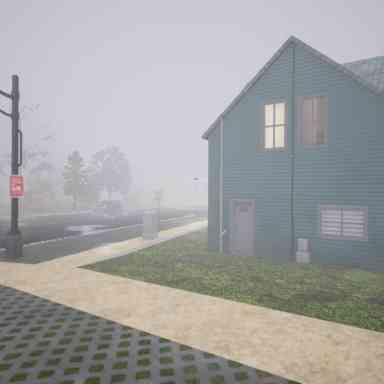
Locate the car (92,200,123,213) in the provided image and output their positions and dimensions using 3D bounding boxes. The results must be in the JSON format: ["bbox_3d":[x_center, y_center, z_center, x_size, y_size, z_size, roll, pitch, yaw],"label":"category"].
[{"bbox_3d":[-10.836,1.799,42.988,2.097,1.767,4.553,1,-1,19],"label":"car"}]
